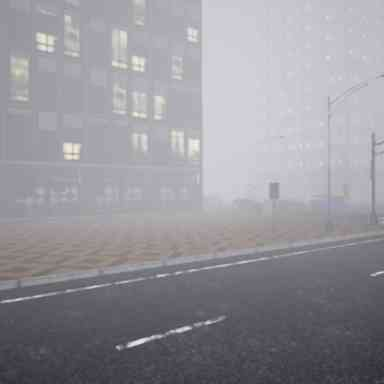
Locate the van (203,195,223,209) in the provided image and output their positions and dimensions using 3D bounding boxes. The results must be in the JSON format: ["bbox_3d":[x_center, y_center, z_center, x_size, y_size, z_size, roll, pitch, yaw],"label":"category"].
[{"bbox_3d":[2.338,1.273,42.923,1.690,1.788,3.998,0,0,-34],"label":"van"}]

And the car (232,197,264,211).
[{"bbox_3d":[6.917,1.441,40.776,1.837,1.490,4.892,0,1,-34],"label":"car"}]

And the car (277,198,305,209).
[{"bbox_3d":[12.400,1.452,43.051,1.887,1.381,4.507,0,0,-34],"label":"car"}]

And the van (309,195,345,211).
[{"bbox_3d":[15.580,1.274,38.514,1.690,1.788,3.998,0,0,-34],"label":"van"}]
